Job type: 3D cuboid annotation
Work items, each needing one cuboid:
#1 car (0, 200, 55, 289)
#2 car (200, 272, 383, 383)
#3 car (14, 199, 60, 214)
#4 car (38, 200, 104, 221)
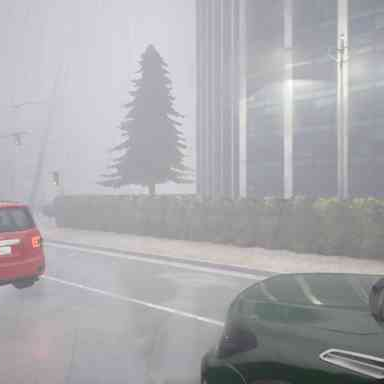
[{"bbox_3d":[-5.740,1.221,8.023,5.566,2.045,2.150,0,0,38],"label":"car"},{"bbox_3d":[2.730,1.221,2.043,5.566,2.045,2.150,0,0,36],"label":"car"},{"bbox_3d":[-17.178,1.564,37.017,1.994,1.385,4.181,0,0,36],"label":"car"},{"bbox_3d":[-10.205,1.491,28.426,2.128,1.511,4.902,0,0,36],"label":"car"}]
